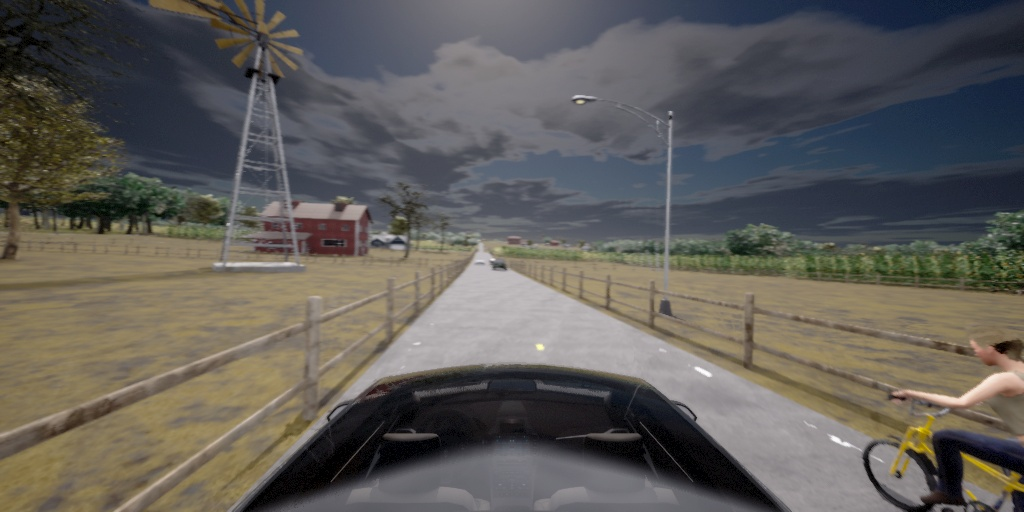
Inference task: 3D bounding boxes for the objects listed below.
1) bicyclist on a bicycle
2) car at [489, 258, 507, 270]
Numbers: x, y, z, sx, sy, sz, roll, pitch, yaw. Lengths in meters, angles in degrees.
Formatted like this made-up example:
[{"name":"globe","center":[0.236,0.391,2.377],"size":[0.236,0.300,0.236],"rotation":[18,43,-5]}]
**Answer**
[{"name":"bicyclist on a bicycle","center":[3.295,1.292,2.540],"size":[0.866,1.612,1.509],"rotation":[2,-1,-5]},{"name":"car","center":[-1.917,1.118,53.287],"size":[2.097,1.767,4.553],"rotation":[2,0,-5]}]
